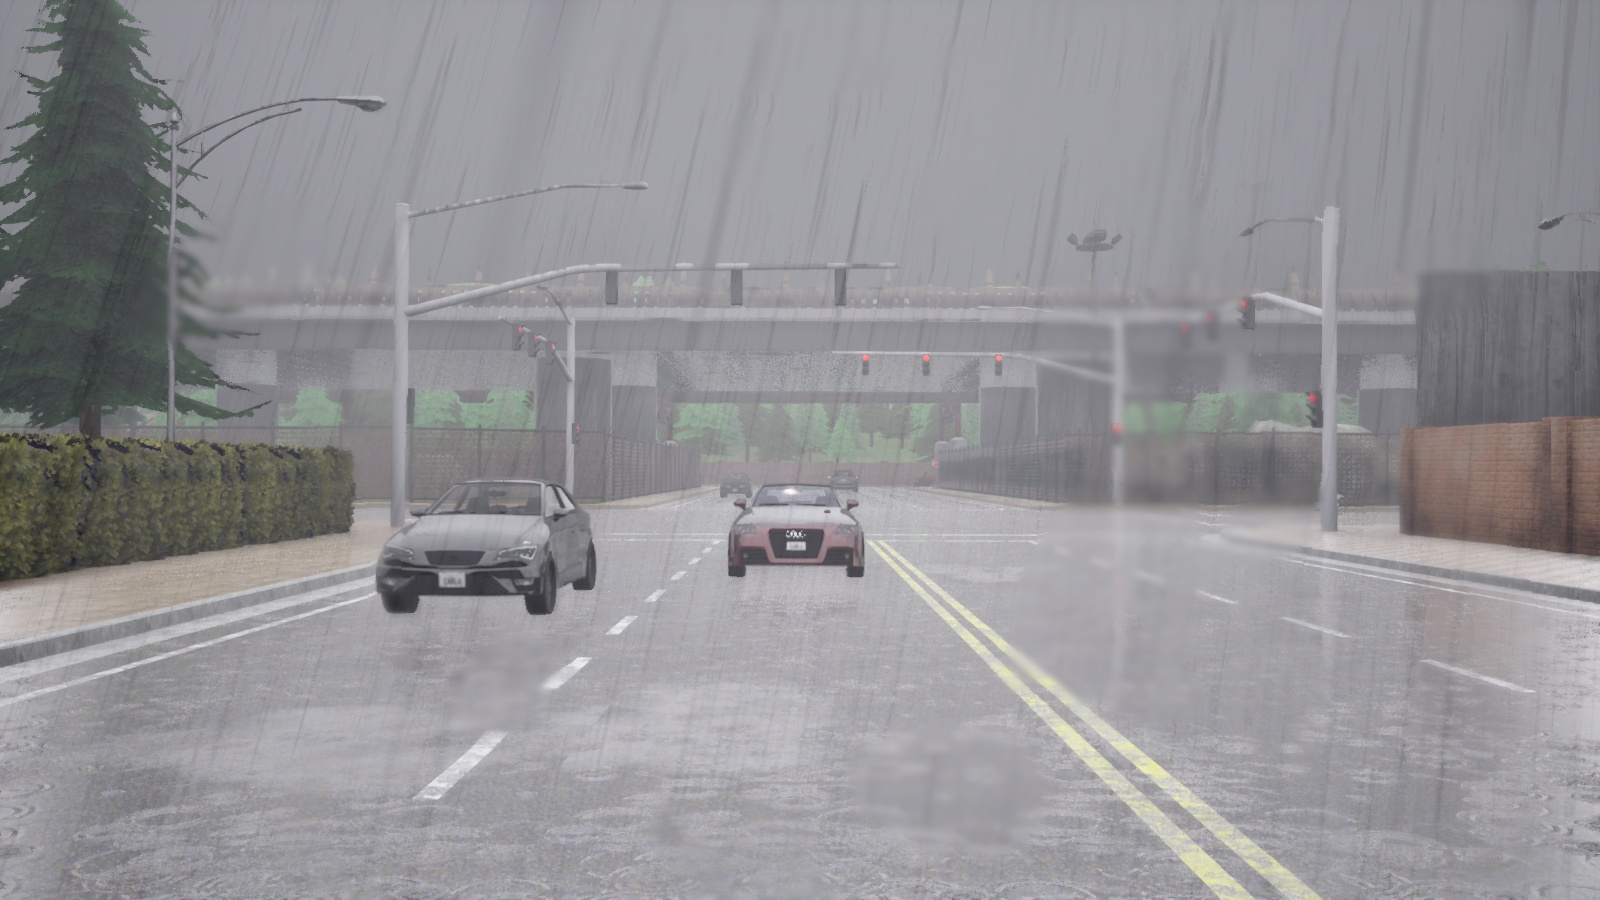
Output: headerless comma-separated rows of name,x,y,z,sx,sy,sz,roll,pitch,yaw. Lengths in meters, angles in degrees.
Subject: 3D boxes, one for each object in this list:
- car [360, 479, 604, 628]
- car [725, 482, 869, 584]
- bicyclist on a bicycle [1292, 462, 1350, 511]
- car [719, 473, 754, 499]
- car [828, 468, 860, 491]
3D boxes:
car,-3.537,1.090,14.785,1.816,1.474,4.193,0,-1,0
car,-0.049,1.207,19.612,1.994,1.385,4.181,0,-1,0
bicyclist on a bicycle,18.956,1.319,45.688,1.843,1.776,0.659,0,-1,0
car,-3.682,2.069,73.190,1.816,1.474,4.193,0,-1,0
car,3.262,2.234,94.807,2.242,1.667,4.611,0,-1,0
